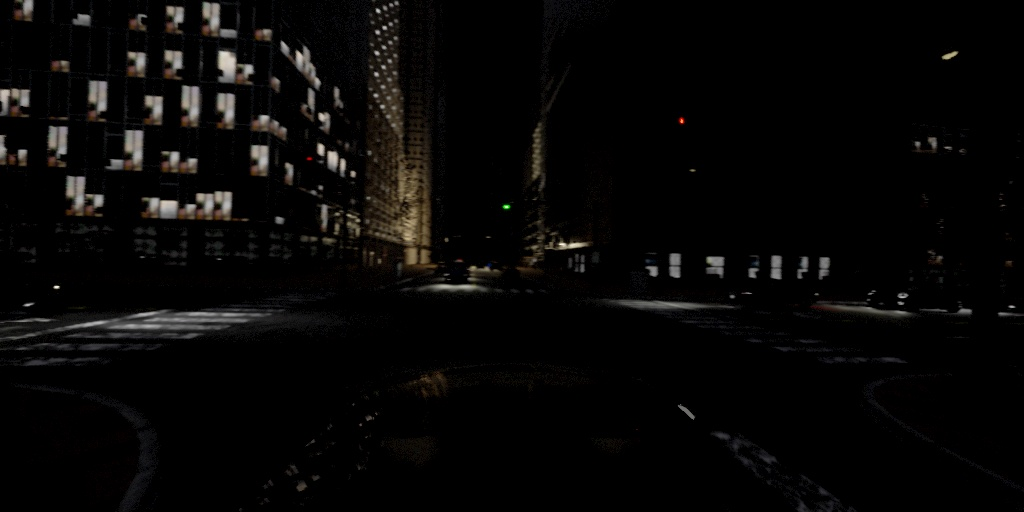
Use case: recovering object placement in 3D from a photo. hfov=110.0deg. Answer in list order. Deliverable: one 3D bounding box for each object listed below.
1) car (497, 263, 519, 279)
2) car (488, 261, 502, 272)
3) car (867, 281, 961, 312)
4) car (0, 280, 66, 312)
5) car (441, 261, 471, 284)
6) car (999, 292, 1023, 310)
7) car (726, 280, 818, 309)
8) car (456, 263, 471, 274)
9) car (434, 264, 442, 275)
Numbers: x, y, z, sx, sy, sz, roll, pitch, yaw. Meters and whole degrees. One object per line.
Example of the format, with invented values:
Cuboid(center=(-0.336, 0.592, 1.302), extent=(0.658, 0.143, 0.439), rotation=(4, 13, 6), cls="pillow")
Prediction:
Cuboid(center=(-0.261, 1.802, 40.179), extent=(1.948, 1.339, 4.313), rotation=(0, 0, -6), cls="car")
Cuboid(center=(-2.685, 1.759, 62.154), extent=(2.192, 1.841, 5.009), rotation=(0, 0, -6), cls="car")
Cuboid(center=(24.556, 2.385, 21.990), extent=(4.553, 1.767, 2.097), rotation=(2, -1, -9), cls="car")
Cuboid(center=(-15.071, 0.888, 9.251), extent=(4.718, 1.301, 1.895), rotation=(2, -1, -9), cls="car")
Cuboid(center=(-4.767, 1.509, 31.218), extent=(1.882, 1.535, 5.008), rotation=(1, -1, -6), cls="car")
Cuboid(center=(34.459, 3.044, 23.471), extent=(4.718, 1.301, 1.895), rotation=(2, -1, -8), cls="car")
Cuboid(center=(14.813, 2.120, 20.525), extent=(4.902, 1.511, 2.128), rotation=(2, -1, -9), cls="car")
Cuboid(center=(-6.983, 1.778, 51.757), extent=(2.033, 1.411, 5.357), rotation=(1, -1, -6), cls="car")
Cuboid(center=(-8.736, 1.693, 44.823), extent=(1.802, 1.307, 4.207), rotation=(0, 0, -6), cls="car")
